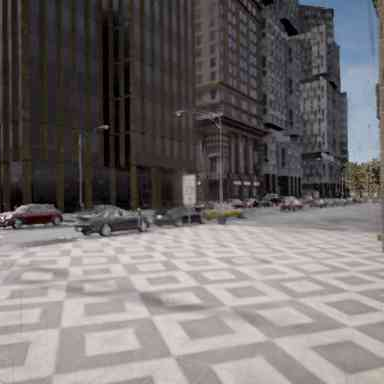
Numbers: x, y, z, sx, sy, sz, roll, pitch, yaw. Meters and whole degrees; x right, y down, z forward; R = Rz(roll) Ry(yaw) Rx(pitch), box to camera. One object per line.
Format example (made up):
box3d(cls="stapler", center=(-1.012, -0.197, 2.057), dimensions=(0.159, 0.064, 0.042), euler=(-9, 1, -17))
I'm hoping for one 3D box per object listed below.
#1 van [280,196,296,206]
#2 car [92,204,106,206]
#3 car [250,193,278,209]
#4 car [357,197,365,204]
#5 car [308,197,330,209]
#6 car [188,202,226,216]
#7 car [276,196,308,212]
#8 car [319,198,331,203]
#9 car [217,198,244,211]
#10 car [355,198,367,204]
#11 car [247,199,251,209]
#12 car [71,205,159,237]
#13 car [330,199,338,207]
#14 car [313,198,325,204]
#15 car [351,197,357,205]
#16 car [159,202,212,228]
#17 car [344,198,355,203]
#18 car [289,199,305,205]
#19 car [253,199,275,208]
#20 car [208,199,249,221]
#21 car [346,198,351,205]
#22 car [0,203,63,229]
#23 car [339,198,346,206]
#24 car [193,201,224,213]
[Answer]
box3d(cls="van", center=(18.489, 1.781, 64.225), dimensions=(1.690, 1.788, 3.998), euler=(-2, -1, 35))
box3d(cls="car", center=(-7.752, 1.702, 27.234), dimensions=(2.008, 1.369, 4.403), euler=(-1, -1, 35))
box3d(cls="car", center=(11.102, 1.150, 49.043), dimensions=(2.150, 2.045, 5.566), euler=(-1, -1, 35))
box3d(cls="car", center=(38.549, 2.057, 77.757), dimensions=(1.887, 1.381, 4.507), euler=(-2, -2, 35))
box3d(cls="car", center=(18.865, 1.801, 50.017), dimensions=(1.802, 1.307, 4.206), euler=(-2, -1, 35))
box3d(cls="car", center=(1.715, 1.770, 35.958), dimensions=(1.895, 1.301, 4.718), euler=(-1, -1, 35))
box3d(cls="car", center=(12.301, 1.579, 40.772), dimensions=(1.967, 1.590, 4.097), euler=(-2, -1, 35))
box3d(cls="car", center=(34.896, 2.258, 87.336), dimensions=(2.008, 1.369, 4.403), euler=(-2, -2, 35))
box3d(cls="car", center=(5.367, 1.713, 45.728), dimensions=(1.967, 1.590, 4.097), euler=(-2, -1, 35))
box3d(cls="car", center=(41.830, 2.138, 82.379), dimensions=(1.947, 1.339, 4.313), euler=(-2, -2, 35))
box3d(cls="car", center=(8.648, 1.752, 50.353), dimensions=(1.967, 1.590, 4.097), euler=(-2, -1, 35))
box3d(cls="car", center=(-4.099, 1.547, 17.653), dimensions=(2.008, 1.369, 4.403), euler=(-1, -1, 35))
box3d(cls="car", center=(22.146, 1.812, 54.641), dimensions=(2.008, 1.369, 4.403), euler=(-2, -1, 35))
box3d(cls="car", center=(31.615, 2.213, 82.713), dimensions=(1.947, 1.339, 4.313), euler=(-2, -2, 35))
box3d(cls="car", center=(31.987, 1.952, 68.510), dimensions=(2.008, 1.369, 4.403), euler=(-2, -2, 35))
box3d(cls="car", center=(-0.818, 1.583, 22.278), dimensions=(1.947, 1.339, 4.313), euler=(-1, -1, 35))
box3d(cls="car", center=(40.056, 2.147, 84.639), dimensions=(1.812, 1.442, 4.674), euler=(-1, -1, 35))
box3d(cls="car", center=(21.773, 2.068, 68.843), dimensions=(1.802, 1.307, 4.206), euler=(-2, -1, 35))
box3d(cls="car", center=(11.930, 1.905, 54.975), dimensions=(2.008, 1.369, 4.403), euler=(-2, -1, 35))
box3d(cls="car", center=(2.560, 1.568, 27.039), dimensions=(1.752, 1.417, 4.829), euler=(-1, -1, 35))
box3d(cls="car", center=(28.707, 1.933, 63.886), dimensions=(1.802, 1.307, 4.206), euler=(-2, -1, 35))
box3d(cls="car", center=(-11.035, 1.571, 22.612), dimensions=(1.967, 1.590, 4.097), euler=(-1, -1, 35))
box3d(cls="car", center=(25.427, 1.856, 59.264), dimensions=(2.008, 1.369, 4.403), euler=(-2, -1, 35))
box3d(cls="car", center=(2.089, 1.819, 41.104), dimensions=(1.802, 1.307, 4.206), euler=(-2, -1, 35))
